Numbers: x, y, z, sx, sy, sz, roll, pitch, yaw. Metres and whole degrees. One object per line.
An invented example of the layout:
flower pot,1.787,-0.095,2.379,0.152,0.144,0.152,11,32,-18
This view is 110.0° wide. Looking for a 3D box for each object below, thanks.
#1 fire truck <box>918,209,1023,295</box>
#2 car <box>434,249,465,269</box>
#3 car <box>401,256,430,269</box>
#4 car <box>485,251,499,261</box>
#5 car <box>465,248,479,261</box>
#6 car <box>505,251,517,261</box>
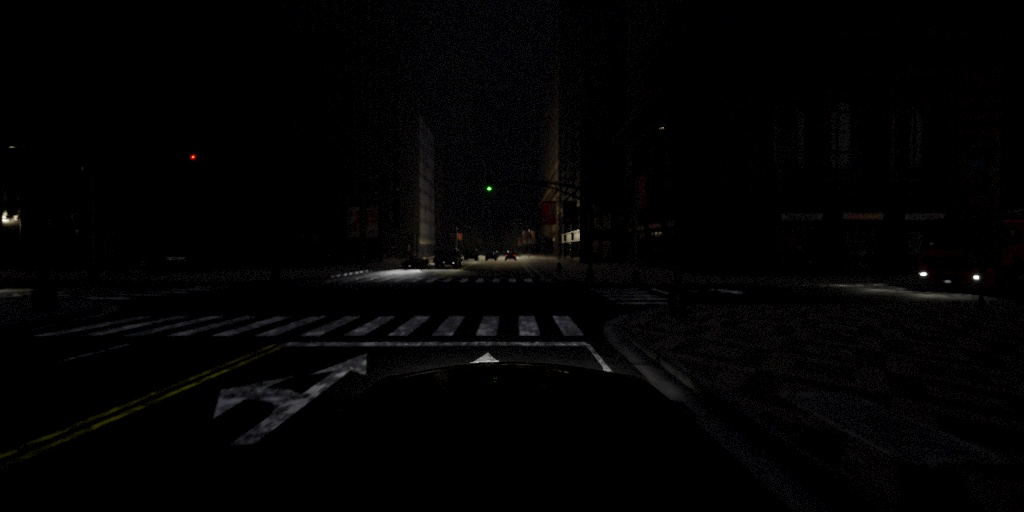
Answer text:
fire truck,25.096,-0.223,17.161,8.468,3.827,2.891,0,1,0
car,-6.728,0.216,38.174,2.150,2.045,5.566,0,1,0
car,-9.978,0.616,37.155,1.895,1.301,4.718,0,1,0
car,-3.483,0.020,60.224,2.128,1.511,4.902,0,1,0
car,-6.732,-0.227,59.228,2.150,2.045,5.566,0,1,0
car,-0.234,0.044,60.654,1.812,1.442,4.674,0,1,0
